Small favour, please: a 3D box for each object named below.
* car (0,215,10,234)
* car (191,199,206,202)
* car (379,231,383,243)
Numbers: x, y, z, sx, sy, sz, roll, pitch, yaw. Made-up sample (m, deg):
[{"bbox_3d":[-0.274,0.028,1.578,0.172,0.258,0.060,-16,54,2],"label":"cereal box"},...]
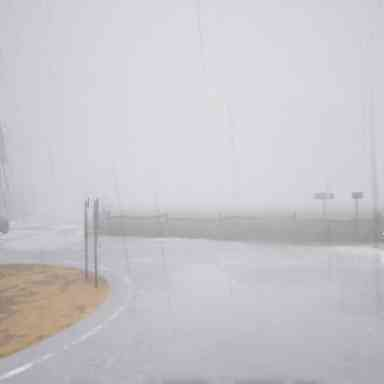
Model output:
[{"bbox_3d":[-13.013,2.070,20.823,1.812,1.442,4.674,-1,0,-9],"label":"car"},{"bbox_3d":[1.863,2.733,91.479,4.611,1.667,2.242,-1,-1,-14],"label":"car"},{"bbox_3d":[10.390,1.544,13.271,5.357,1.411,2.033,-1,-1,-11],"label":"car"}]
